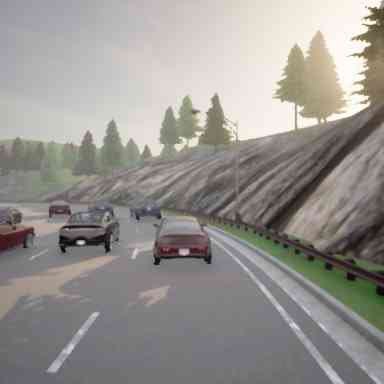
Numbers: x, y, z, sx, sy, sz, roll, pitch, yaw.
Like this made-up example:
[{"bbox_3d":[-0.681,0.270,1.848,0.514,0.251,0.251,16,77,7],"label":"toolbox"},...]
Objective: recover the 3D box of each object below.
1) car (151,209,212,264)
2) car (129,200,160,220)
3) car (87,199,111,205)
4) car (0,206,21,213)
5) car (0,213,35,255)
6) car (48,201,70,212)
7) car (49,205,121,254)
[{"bbox_3d":[-0.414,1.559,11.870,1.812,1.442,4.674,0,0,-5],"label":"car"},{"bbox_3d":[-4.236,1.442,29.366,2.097,1.767,4.553,0,0,-19],"label":"car"},{"bbox_3d":[-8.666,1.459,31.270,2.097,1.767,4.553,0,0,-21],"label":"car"},{"bbox_3d":[-13.194,1.662,23.166,1.994,1.385,4.181,0,0,-16],"label":"car"},{"bbox_3d":[-7.371,1.653,11.921,1.895,1.301,4.718,0,0,-5],"label":"car"},{"bbox_3d":[-13.317,1.603,33.307,1.882,1.535,5.008,0,0,-24],"label":"car"},{"bbox_3d":[-4.131,1.540,13.902,2.128,1.511,4.902,0,0,-7],"label":"car"}]
